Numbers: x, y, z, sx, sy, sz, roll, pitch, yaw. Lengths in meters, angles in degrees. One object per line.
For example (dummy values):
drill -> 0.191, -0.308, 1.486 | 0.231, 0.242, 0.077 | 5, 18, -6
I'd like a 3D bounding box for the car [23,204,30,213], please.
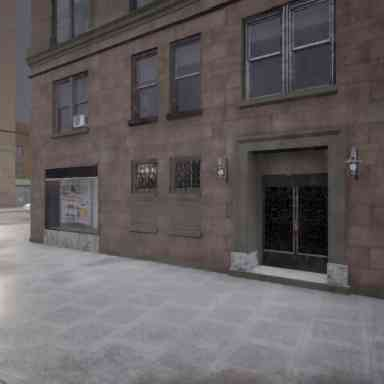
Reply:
car -> -15.704, 1.439, 35.882 | 1.812, 1.442, 4.674 | 0, 0, 35
